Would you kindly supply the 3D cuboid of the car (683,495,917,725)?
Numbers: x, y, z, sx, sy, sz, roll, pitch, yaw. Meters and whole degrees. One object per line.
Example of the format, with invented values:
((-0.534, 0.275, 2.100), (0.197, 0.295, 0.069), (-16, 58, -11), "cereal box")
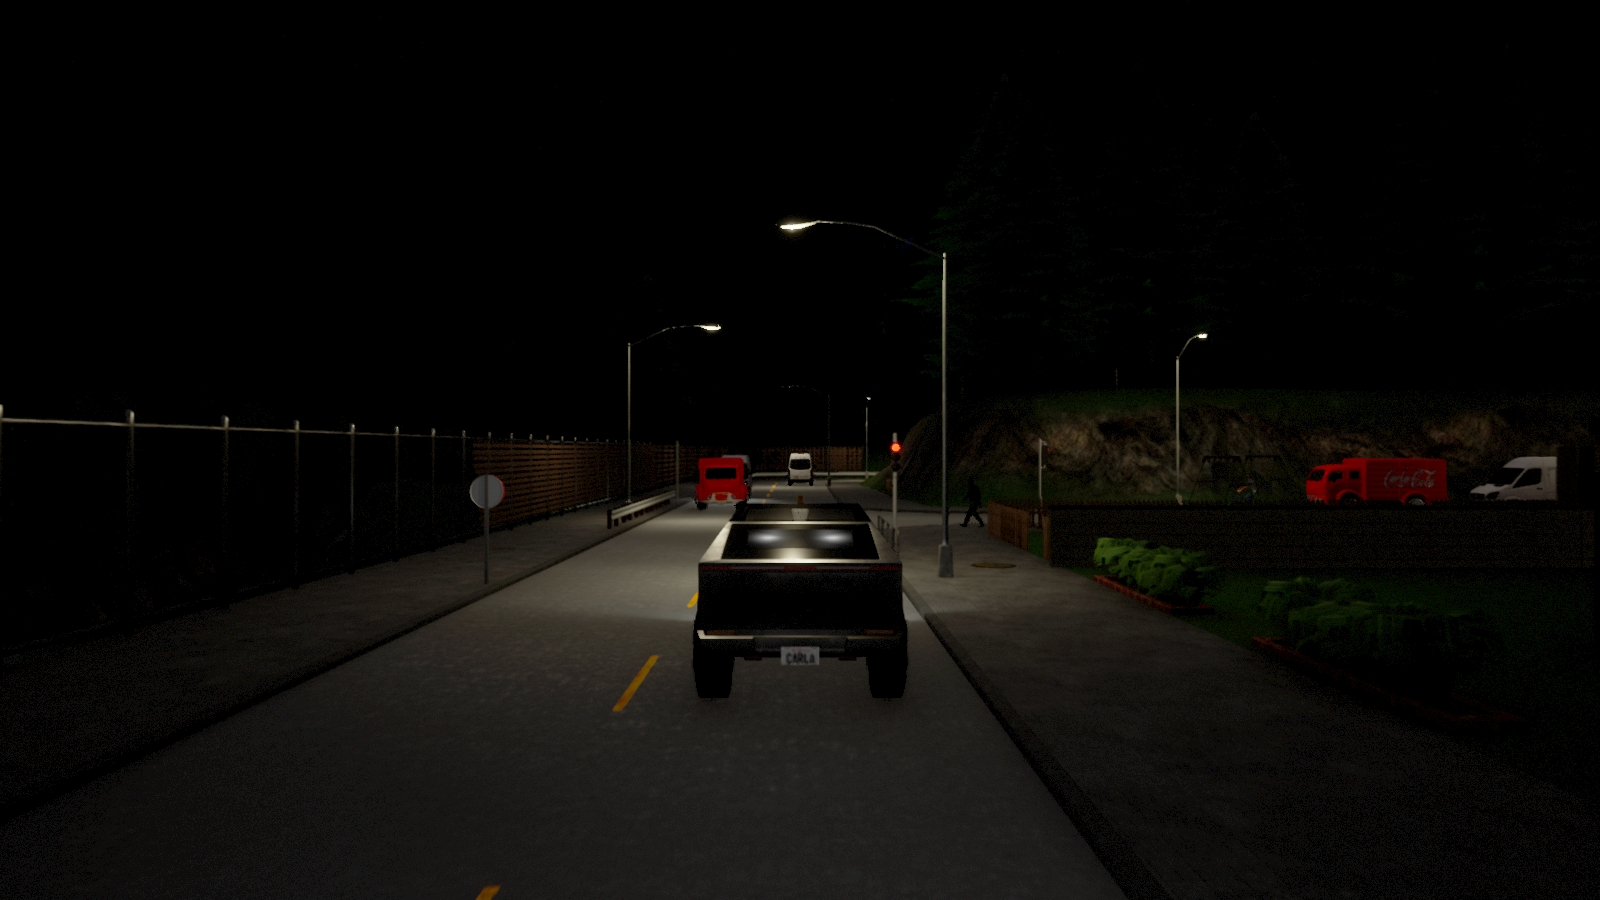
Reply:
((0.002, 1.760, 14.814), (2.390, 2.098, 6.274), (0, 0, 0), "car")

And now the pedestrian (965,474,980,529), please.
((5.909, 1.762, 39.143), (0.375, 1.860, 0.375), (0, 0, -19), "pedestrian")
